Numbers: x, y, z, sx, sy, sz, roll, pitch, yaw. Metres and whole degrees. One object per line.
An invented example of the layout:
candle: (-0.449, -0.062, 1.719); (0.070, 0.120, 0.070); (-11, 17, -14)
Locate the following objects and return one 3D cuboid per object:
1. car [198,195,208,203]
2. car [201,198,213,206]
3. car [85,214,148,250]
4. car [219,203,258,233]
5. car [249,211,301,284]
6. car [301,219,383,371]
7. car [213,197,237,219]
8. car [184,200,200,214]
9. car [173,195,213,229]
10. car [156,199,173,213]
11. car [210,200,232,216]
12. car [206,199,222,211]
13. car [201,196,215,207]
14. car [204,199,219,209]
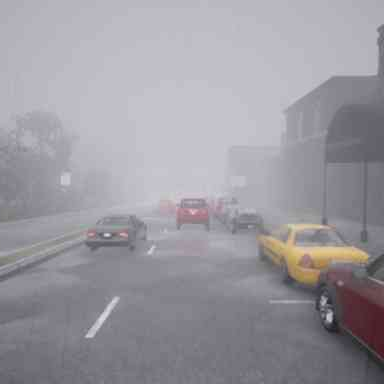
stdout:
car: (3.082, 1.991, 92.529); (2.435, 2.045, 5.566); (0, 0, 0)
car: (3.119, 2.061, 70.394); (2.231, 1.521, 4.892); (0, 0, 0)
car: (-3.169, 1.671, 14.881); (2.033, 1.411, 5.357); (0, 0, 0)
car: (3.199, 1.652, 20.670); (2.231, 1.521, 4.892); (0, 0, 0)
car: (3.218, 1.559, 9.812); (1.946, 1.575, 5.366); (0, 0, 0)
car: (3.224, 1.389, 4.070); (2.185, 1.767, 4.553); (0, 0, 0)
car: (3.181, 1.492, 31.881); (2.435, 2.045, 5.566); (0, 0, 0)
car: (0.041, 1.823, 41.876); (1.882, 1.535, 5.008); (0, -1, 0)
car: (0.068, 1.414, 23.145); (2.150, 2.045, 5.566); (0, 0, 0)
car: (-3.210, 1.695, 41.562); (2.097, 1.767, 4.553); (0, 0, 0)
car: (3.172, 1.787, 37.562); (1.946, 1.575, 5.366); (0, 0, 0)
car: (3.154, 1.878, 48.611); (1.946, 1.575, 5.366); (0, 0, 0)
car: (3.128, 1.764, 64.906); (2.435, 2.045, 5.566); (0, 0, 0)
car: (3.199, 1.939, 55.483); (2.231, 1.521, 4.892); (0, 0, 1)
